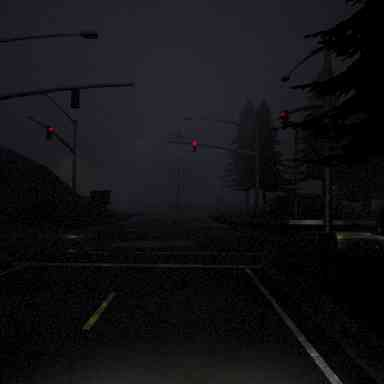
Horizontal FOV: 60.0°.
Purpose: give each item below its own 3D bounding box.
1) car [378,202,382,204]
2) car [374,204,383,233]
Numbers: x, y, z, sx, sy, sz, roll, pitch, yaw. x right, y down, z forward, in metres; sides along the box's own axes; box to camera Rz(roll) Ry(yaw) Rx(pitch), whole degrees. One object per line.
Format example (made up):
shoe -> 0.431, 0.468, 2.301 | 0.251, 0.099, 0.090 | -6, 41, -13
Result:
car -> 30.728, 2.330, 51.199 | 4.553, 1.767, 2.097 | 0, -1, 0
car -> 14.196, 1.869, 21.184 | 4.553, 1.767, 2.097 | 0, -1, 0
